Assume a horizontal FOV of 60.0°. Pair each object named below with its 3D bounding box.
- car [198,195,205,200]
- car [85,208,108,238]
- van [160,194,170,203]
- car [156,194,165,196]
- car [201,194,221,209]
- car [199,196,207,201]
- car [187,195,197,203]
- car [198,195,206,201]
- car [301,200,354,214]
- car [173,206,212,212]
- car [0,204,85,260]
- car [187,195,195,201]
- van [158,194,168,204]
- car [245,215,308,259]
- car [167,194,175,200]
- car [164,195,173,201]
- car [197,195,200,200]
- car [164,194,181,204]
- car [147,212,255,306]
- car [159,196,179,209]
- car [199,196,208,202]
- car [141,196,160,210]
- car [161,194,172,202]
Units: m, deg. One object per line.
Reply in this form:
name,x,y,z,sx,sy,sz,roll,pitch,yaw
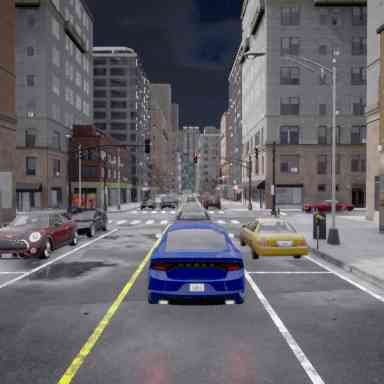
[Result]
car,2.657,1.621,94.890,2.008,1.369,4.403,-1,0,0
car,-5.715,1.570,17.726,1.947,1.339,4.313,-1,0,0
van,-5.835,1.400,72.529,1.690,1.788,3.998,-1,0,0
car,-5.797,1.571,55.601,1.752,1.417,4.829,-1,0,0
car,2.750,1.349,44.617,2.192,1.841,5.009,-1,0,0
car,2.678,1.631,83.718,1.947,1.339,4.313,-1,0,0
car,-0.159,1.577,74.045,2.128,1.511,4.902,0,0,0
car,2.668,1.633,89.304,1.947,1.339,4.313,-1,0,0
car,13.289,1.457,32.882,4.718,1.301,1.895,-1,1,-1
car,0.063,1.605,17.515,1.895,1.301,4.718,0,0,0
car,-5.704,1.441,12.230,1.967,1.590,4.097,-1,0,0
car,-0.182,1.534,84.497,1.895,1.301,4.718,0,0,0
van,-5.823,1.396,66.943,1.690,1.788,3.998,-1,0,0
car,2.821,1.527,12.419,1.752,1.417,4.829,-1,0,0
car,-5.882,1.510,94.871,1.967,1.590,4.097,-1,0,0
car,-5.858,1.505,83.700,1.967,1.590,4.097,-1,0,0
car,2.707,1.370,66.961,2.192,1.841,5.009,-1,0,0
car,-3.206,1.551,55.676,1.837,1.490,4.892,0,0,0
car,0.079,1.478,8.152,1.882,1.535,5.008,0,0,0
car,-3.193,1.582,45.347,2.033,1.411,5.357,0,0,0
car,2.688,1.587,78.303,1.752,1.417,4.829,-1,0,0
car,-5.773,1.600,44.599,1.947,1.339,4.313,-1,0,0
car,-5.847,1.377,78.115,2.192,1.841,5.009,-1,0,0
